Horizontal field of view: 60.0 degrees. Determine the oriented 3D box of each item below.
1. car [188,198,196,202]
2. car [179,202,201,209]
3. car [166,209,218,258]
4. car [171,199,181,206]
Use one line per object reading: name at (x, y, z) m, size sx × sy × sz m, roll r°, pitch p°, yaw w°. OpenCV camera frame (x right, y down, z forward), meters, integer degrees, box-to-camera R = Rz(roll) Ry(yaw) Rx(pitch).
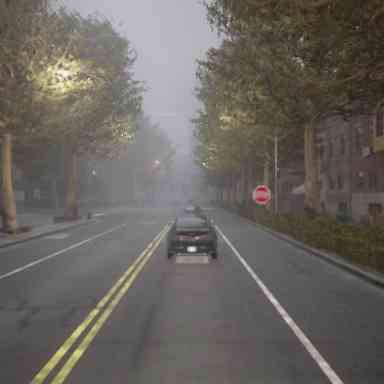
car at (-0.026, 2.340, 87.401) m, size 1.812 × 1.442 × 4.674 m, roll 0°, pitch -1°, yaw 5°
car at (0.016, 1.845, 28.651) m, size 1.812 × 1.442 × 4.674 m, roll 0°, pitch -1°, yaw 0°
car at (0.014, 1.658, 13.487) m, size 1.837 × 1.490 × 4.892 m, roll 0°, pitch 0°, yaw 0°
car at (-3.522, 2.291, 73.235) m, size 1.882 × 1.535 × 5.008 m, roll 0°, pitch -1°, yaw 0°
